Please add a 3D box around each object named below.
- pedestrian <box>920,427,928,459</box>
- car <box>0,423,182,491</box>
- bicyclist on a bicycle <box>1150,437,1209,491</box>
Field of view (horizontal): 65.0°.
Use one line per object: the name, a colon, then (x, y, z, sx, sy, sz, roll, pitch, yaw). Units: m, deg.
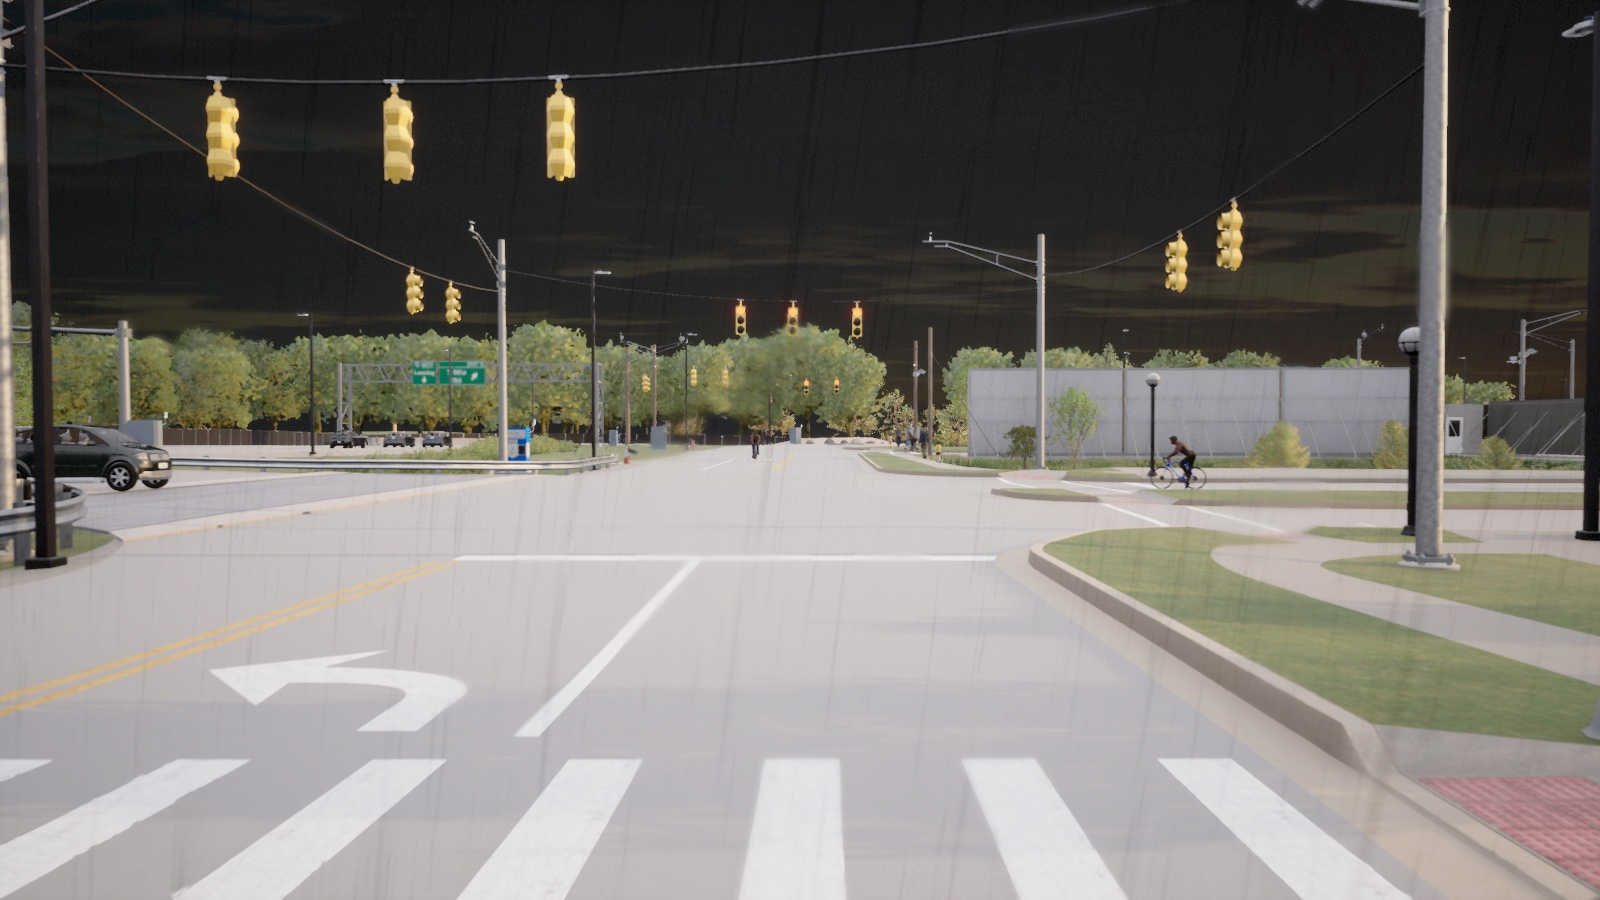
pedestrian: (7.121, -0.414, 71.980, 0.402, 1.842, 0.726, 0, 2, 1)
car: (-16.819, 0.157, 29.527, 3.705, 1.549, 1.789, 0, 1, 1)
bicyclist on a bicycle: (11.446, 0.414, 37.897, 1.656, 1.620, 0.582, 1, 1, 11)
